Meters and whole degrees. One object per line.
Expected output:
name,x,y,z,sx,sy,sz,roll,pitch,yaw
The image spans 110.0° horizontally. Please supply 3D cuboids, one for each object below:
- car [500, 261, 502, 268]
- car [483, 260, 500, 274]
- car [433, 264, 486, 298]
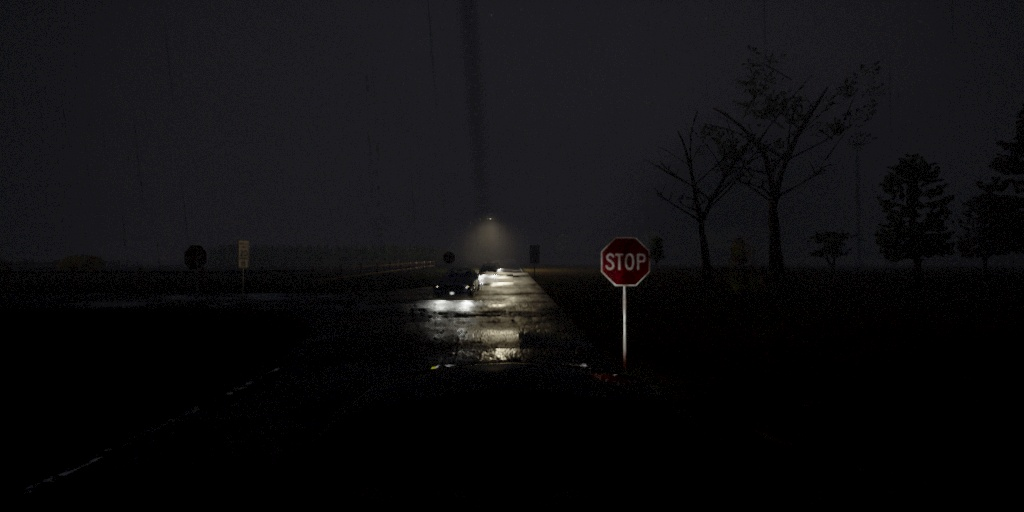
car,-2.764,1.384,61.683,1.895,1.301,4.718,0,0,0
car,-2.761,1.419,42.426,1.895,1.301,4.718,0,0,0
car,-2.756,1.330,19.101,2.033,1.411,5.357,0,0,0
